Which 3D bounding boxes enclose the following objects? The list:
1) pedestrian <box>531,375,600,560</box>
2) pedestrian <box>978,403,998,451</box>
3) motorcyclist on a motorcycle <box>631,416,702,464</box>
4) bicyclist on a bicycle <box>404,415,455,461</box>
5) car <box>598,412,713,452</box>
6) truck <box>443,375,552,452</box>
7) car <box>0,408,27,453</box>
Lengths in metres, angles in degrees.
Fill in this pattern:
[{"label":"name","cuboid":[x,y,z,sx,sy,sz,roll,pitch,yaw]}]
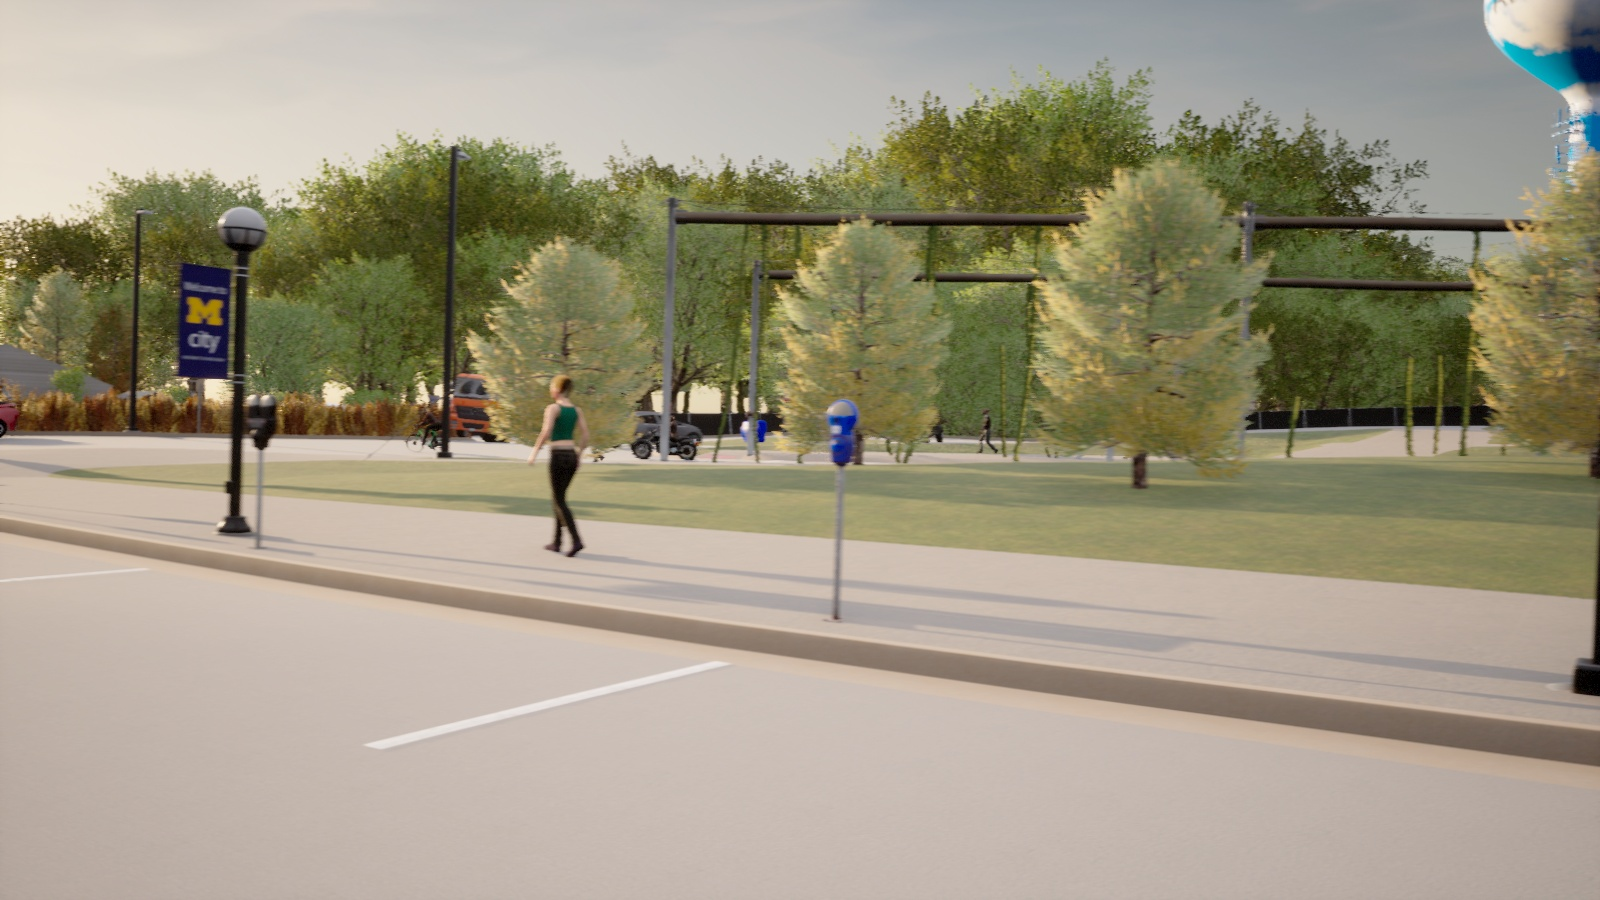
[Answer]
[{"label":"pedestrian","cuboid":[-2.384,0.169,12.759,0.594,1.836,0.345,2,1,33]},{"label":"pedestrian","cuboid":[7.268,-0.895,48.625,0.720,1.854,0.376,1,1,7]},{"label":"motorcyclist on a motorcycle","cuboid":[-4.663,-0.333,43.921,2.350,1.649,0.766,0,1,11]},{"label":"bicyclist on a bicycle","cuboid":[-13.300,-0.443,45.064,1.656,1.620,0.582,1,1,5]},{"label":"car","cuboid":[-6.466,-0.845,56.513,4.611,1.667,2.242,-2,2,-37]},{"label":"truck","cuboid":[-16.212,-1.855,67.972,2.891,3.462,7.936,5,-1,7]},{"label":"car","cuboid":[-28.875,-0.646,42.182,2.007,1.525,4.514,2,3,37]}]
